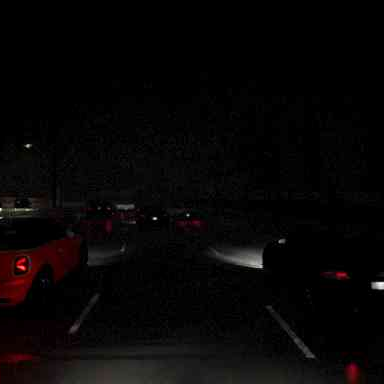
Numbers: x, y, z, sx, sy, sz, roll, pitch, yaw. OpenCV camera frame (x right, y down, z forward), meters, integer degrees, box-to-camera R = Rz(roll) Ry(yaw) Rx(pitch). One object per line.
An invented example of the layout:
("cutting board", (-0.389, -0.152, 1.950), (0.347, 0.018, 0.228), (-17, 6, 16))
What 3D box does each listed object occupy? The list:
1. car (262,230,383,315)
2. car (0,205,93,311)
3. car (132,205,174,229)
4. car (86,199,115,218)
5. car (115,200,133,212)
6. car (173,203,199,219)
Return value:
("car", (3.061, 1.564, 7.669), (1.994, 1.385, 4.181), (0, 0, -5))
("car", (-3.971, 1.371, 7.879), (2.097, 1.767, 4.553), (0, 0, -5))
("car", (-2.684, 1.595, 22.142), (1.994, 1.385, 4.181), (0, 0, -13))
("car", (-8.410, 1.405, 29.976), (2.097, 1.767, 4.553), (0, 0, -17))
("car", (-8.429, 1.664, 40.159), (1.895, 1.301, 4.718), (0, 0, -23))
("car", (-0.957, 1.633, 29.608), (1.895, 1.301, 4.718), (0, 0, -16))
